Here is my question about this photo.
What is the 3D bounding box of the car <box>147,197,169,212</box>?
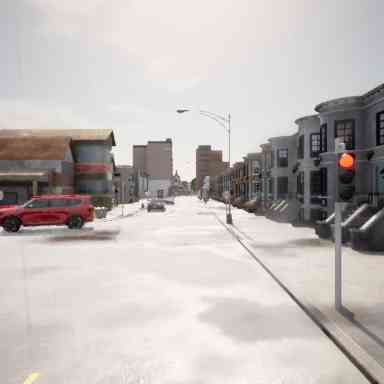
[{"bbox_3d":[-4.102,1.504,39.260,1.837,1.490,4.892,0,0,0],"label":"car"}]

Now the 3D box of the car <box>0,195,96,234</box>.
[{"bbox_3d":[-8.566,1.222,19.599,5.566,2.045,2.150,0,2,-25],"label":"car"}]

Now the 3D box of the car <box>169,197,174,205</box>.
[{"bbox_3d":[-4.062,1.547,58.389,2.033,1.411,5.357,0,0,0],"label":"car"}]
